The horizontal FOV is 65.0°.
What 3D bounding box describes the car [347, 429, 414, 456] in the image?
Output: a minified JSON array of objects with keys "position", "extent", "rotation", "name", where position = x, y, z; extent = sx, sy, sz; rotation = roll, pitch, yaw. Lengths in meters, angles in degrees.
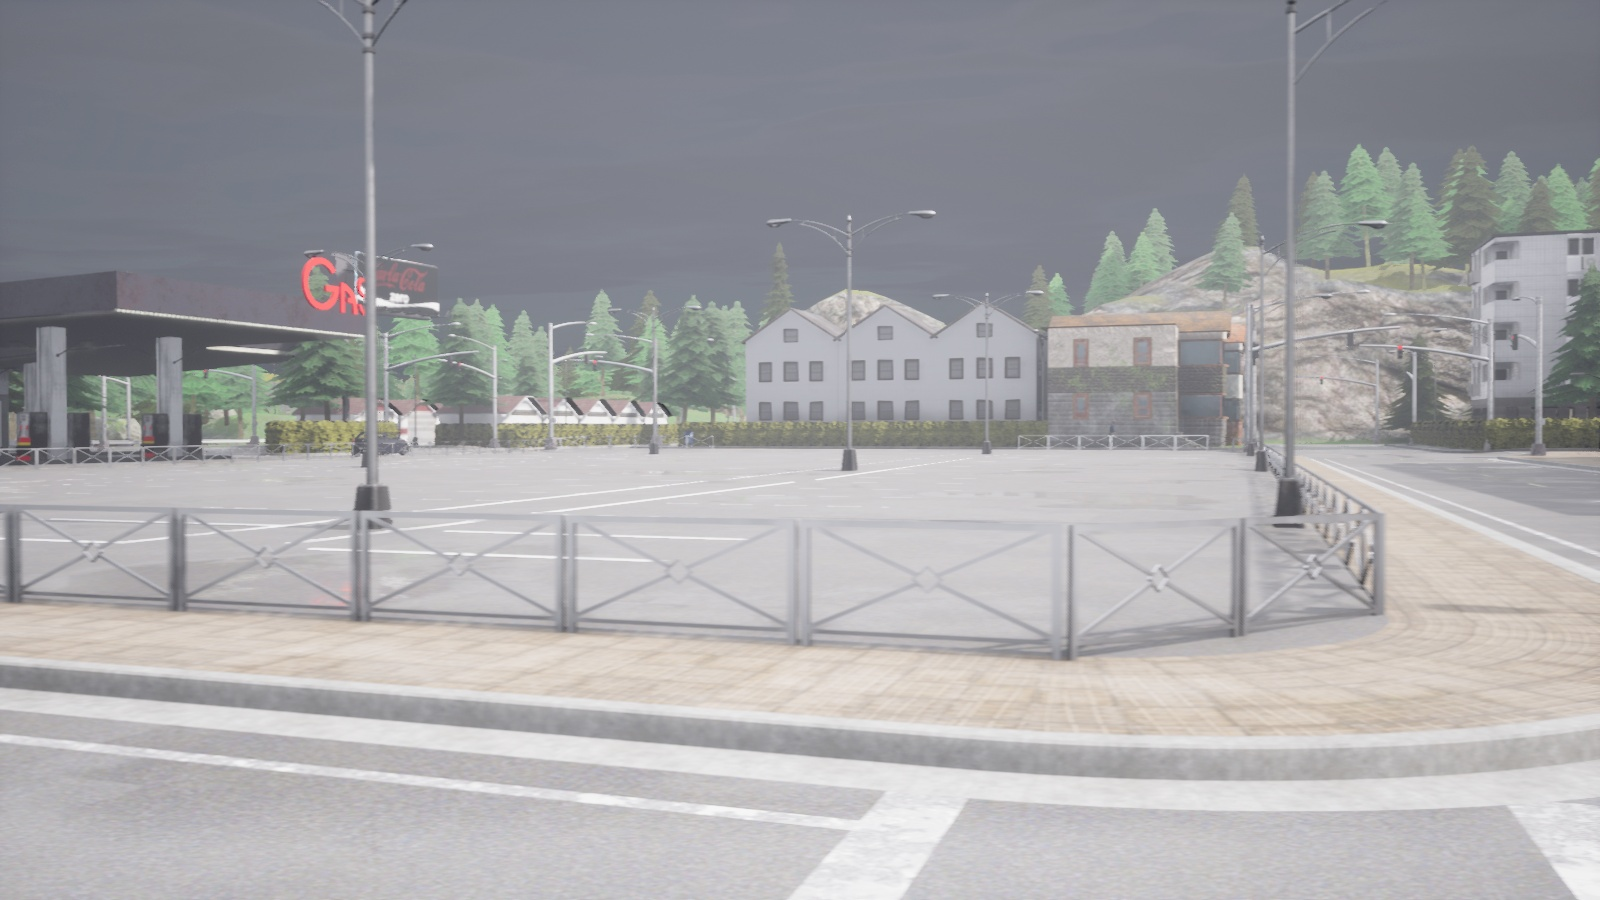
[{"position":[-24.274,-0.472,72.712],"extent":[1.845,1.501,3.633],"rotation":[1,1,19],"name":"car"}]
